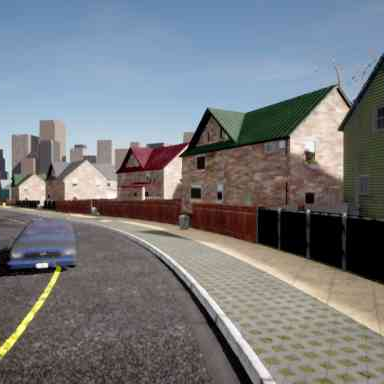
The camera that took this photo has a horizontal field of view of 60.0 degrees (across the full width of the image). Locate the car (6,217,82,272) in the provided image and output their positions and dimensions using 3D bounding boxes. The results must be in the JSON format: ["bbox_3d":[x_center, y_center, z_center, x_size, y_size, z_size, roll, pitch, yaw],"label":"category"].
[{"bbox_3d":[-4.866,1.595,11.396,2.033,1.411,5.357,0,0,-19],"label":"car"}]
